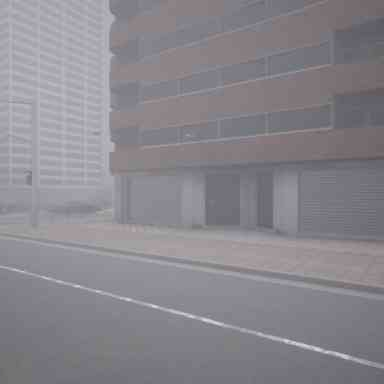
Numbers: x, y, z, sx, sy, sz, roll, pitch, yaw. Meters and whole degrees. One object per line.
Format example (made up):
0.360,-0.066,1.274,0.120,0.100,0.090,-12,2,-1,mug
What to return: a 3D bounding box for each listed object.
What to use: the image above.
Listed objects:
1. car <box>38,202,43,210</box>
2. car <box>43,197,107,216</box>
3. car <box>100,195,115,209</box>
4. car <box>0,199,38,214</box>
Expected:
-13.907,1.601,36.478,1.895,1.301,4.718,0,0,35,car
-11.569,1.547,33.305,2.033,1.411,5.357,0,0,34,car
-12.816,1.505,44.169,1.837,1.490,4.892,0,0,35,car
-18.771,1.477,35.614,1.882,1.535,5.008,0,0,35,car
